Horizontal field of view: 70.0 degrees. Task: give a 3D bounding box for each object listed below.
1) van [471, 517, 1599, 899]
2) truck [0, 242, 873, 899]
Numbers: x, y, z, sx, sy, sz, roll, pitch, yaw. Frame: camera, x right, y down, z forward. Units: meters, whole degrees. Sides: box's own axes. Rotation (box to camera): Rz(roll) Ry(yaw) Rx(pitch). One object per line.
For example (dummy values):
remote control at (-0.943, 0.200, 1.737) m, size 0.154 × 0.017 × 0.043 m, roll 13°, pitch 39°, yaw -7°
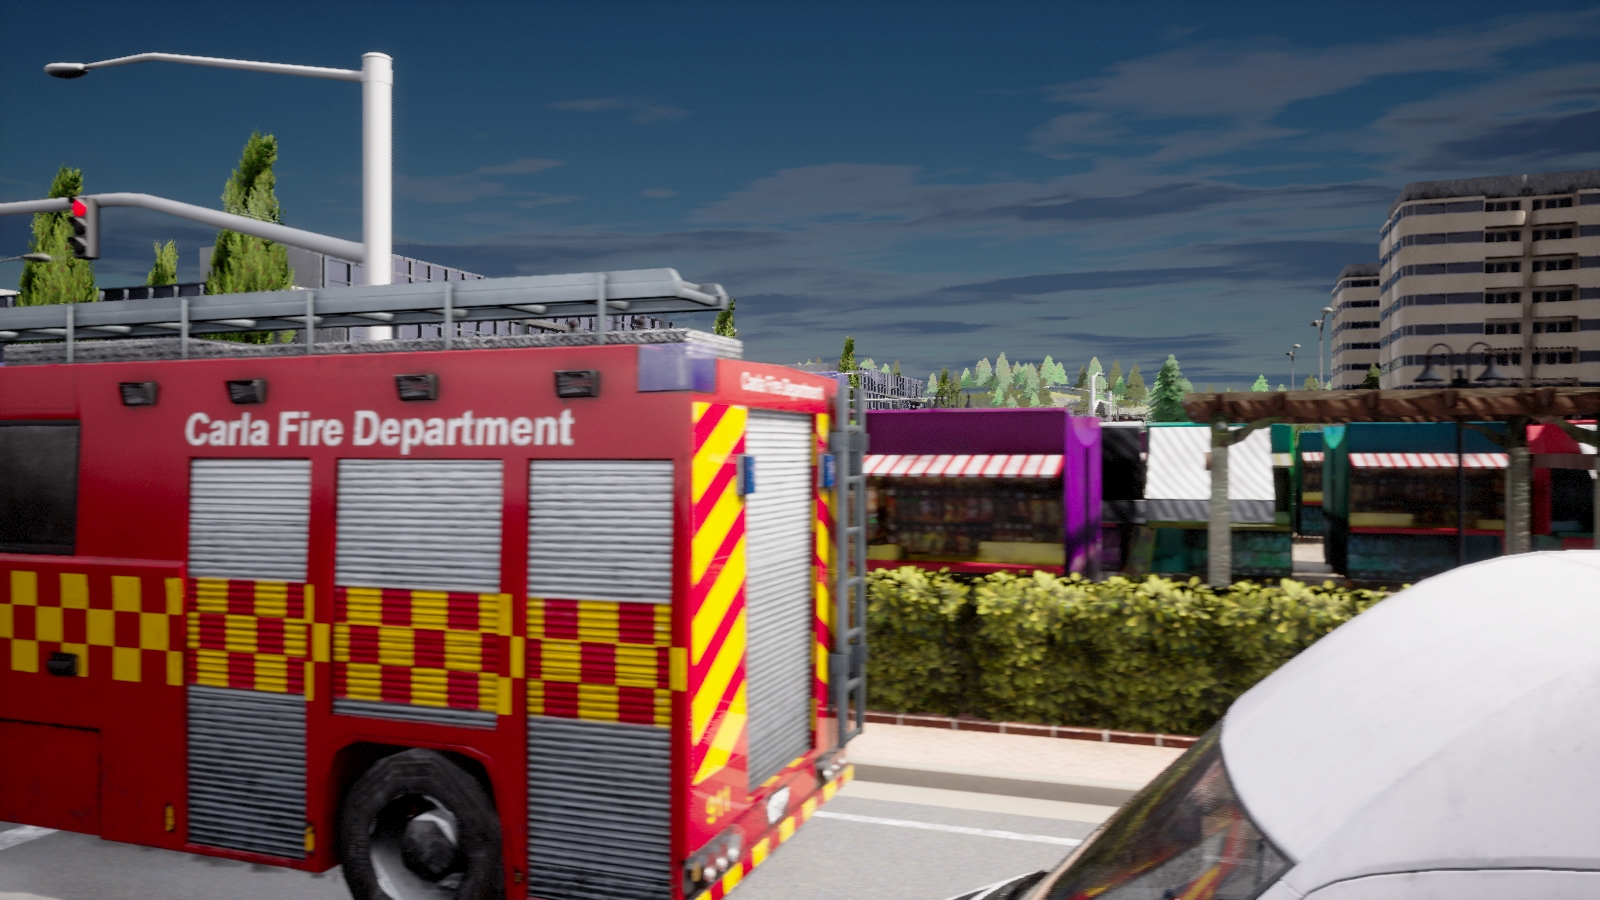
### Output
van at (2.406, 1.535, 2.420) m, size 5.915 × 2.561 × 1.988 m, roll 0°, pitch 0°, yaw 20°
truck at (-3.937, 0.891, 8.421) m, size 8.468 × 3.827 × 2.891 m, roll 0°, pitch 0°, yaw 20°
